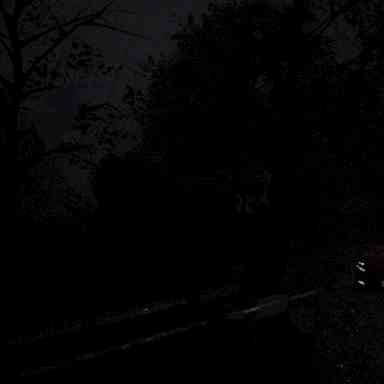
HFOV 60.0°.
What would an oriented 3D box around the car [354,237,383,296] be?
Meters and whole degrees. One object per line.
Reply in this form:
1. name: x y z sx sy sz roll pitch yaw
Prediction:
1. car: 5.781 1.502 7.802 5.008 1.535 1.882 0 0 -35
